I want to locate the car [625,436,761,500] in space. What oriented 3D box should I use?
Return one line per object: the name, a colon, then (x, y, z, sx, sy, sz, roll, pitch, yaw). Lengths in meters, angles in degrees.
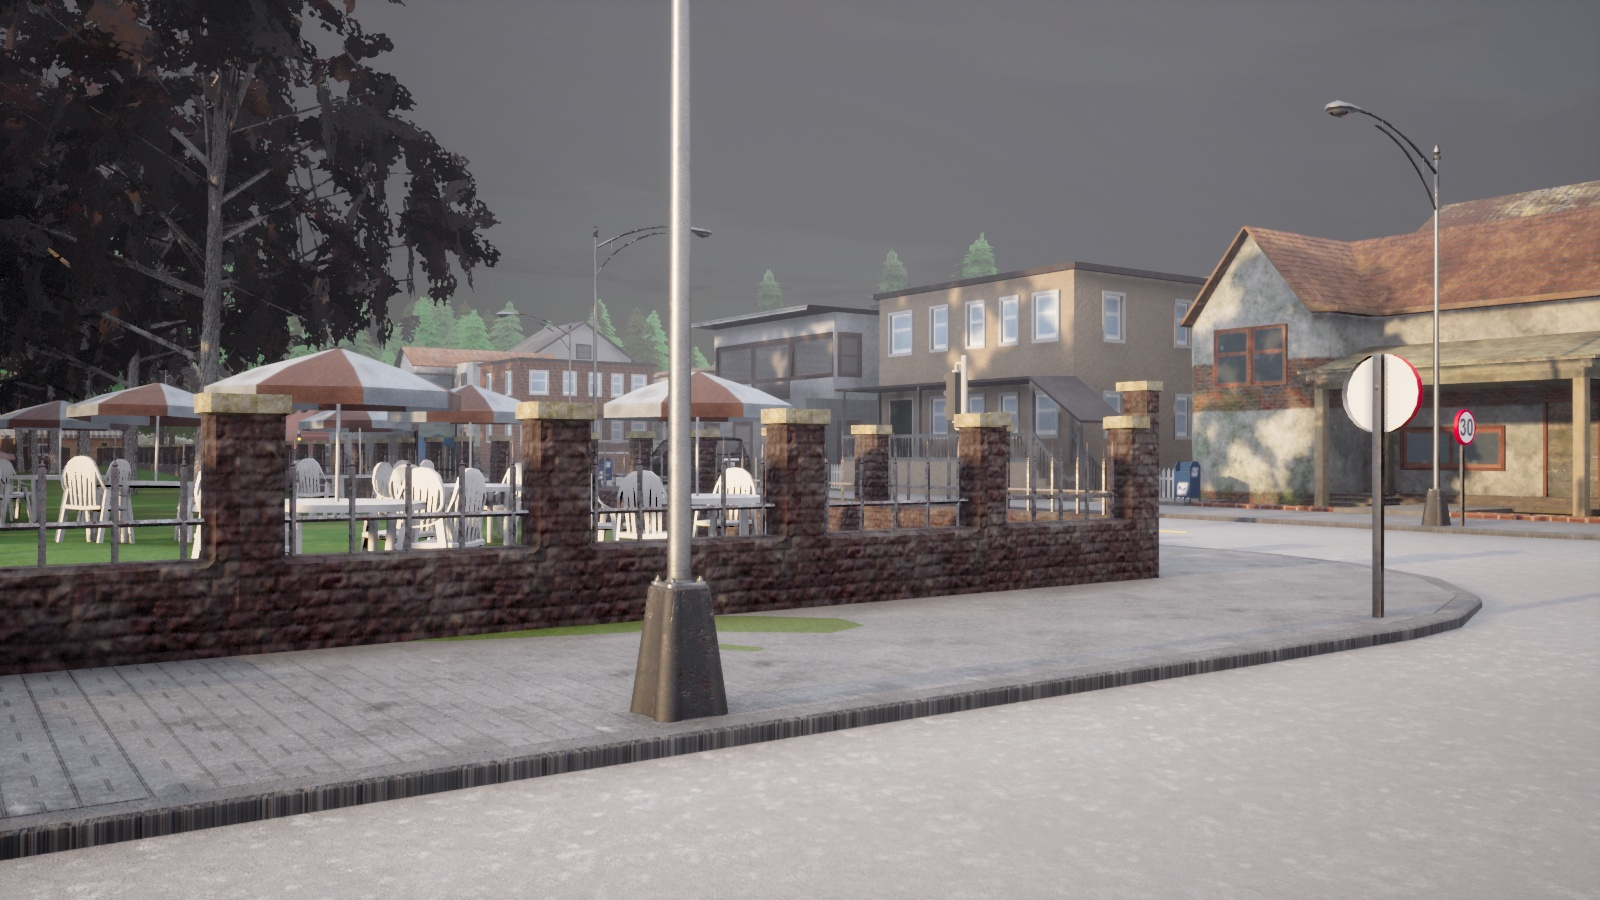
car: (-3.768, 0.577, 43.111, 2.150, 2.045, 5.566, 0, 0, -35)
